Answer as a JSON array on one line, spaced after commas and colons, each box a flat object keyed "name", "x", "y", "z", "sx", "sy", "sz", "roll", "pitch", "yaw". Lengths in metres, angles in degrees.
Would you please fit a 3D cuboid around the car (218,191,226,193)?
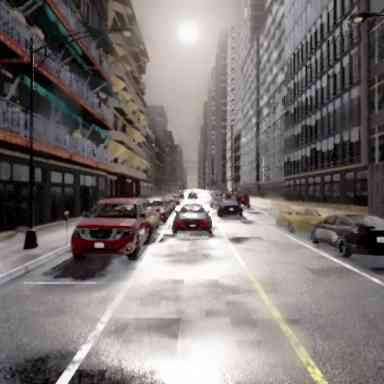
[{"name": "car", "x": 5.808, "y": 0.779, "z": 51.612, "sx": 2.192, "sy": 1.841, "sz": 5.009, "roll": 1, "pitch": 1, "yaw": 0}]

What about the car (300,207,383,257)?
[{"name": "car", "x": 5.722, "y": 1.448, "z": 12.057, "sx": 1.947, "sy": 1.339, "sz": 4.313, "roll": 1, "pitch": 1, "yaw": 0}]

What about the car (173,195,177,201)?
[{"name": "car", "x": -2.623, "y": 1.236, "z": 29.029, "sx": 1.887, "sy": 1.381, "sz": 4.507, "roll": 1, "pitch": 1, "yaw": 0}]

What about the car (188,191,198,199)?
[{"name": "car", "x": 0.139, "y": 0.610, "z": 69.457, "sx": 2.097, "sy": 1.767, "sz": 4.553, "roll": 0, "pitch": 1, "yaw": 0}]

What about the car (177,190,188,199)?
[{"name": "car", "x": -2.537, "y": 0.580, "z": 68.584, "sx": 2.192, "sy": 1.841, "sz": 5.009, "roll": 1, "pitch": 1, "yaw": 0}]

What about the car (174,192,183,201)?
[{"name": "car", "x": -2.588, "y": 1.056, "z": 45.983, "sx": 1.887, "sy": 1.381, "sz": 4.507, "roll": 1, "pitch": 1, "yaw": 0}]

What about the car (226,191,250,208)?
[{"name": "car", "x": 5.784, "y": 0.900, "z": 40.310, "sx": 2.192, "sy": 1.841, "sz": 5.009, "roll": 1, "pitch": 1, "yaw": 0}]

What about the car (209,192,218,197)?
[{"name": "car", "x": 5.884, "y": 0.594, "z": 91.172, "sx": 1.947, "sy": 1.339, "sz": 4.313, "roll": 1, "pitch": 1, "yaw": 0}]

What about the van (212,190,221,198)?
[{"name": "van", "x": 5.865, "y": 0.495, "z": 79.867, "sx": 1.690, "sy": 1.788, "sz": 3.998, "roll": 1, "pitch": 1, "yaw": 0}]

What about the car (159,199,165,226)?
[{"name": "car", "x": -2.646, "y": 1.337, "z": 17.556, "sx": 1.752, "sy": 1.417, "sz": 4.829, "roll": 1, "pitch": 1, "yaw": 0}]

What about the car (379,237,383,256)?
[{"name": "car", "x": 3.902, "y": 1.500, "z": 2.916, "sx": 1.812, "sy": 1.442, "sz": 4.674, "roll": 0, "pitch": 1, "yaw": 0}]

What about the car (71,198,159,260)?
[{"name": "car", "x": -2.653, "y": 1.184, "z": 12.073, "sx": 2.192, "sy": 1.841, "sz": 5.009, "roll": 1, "pitch": 1, "yaw": 0}]

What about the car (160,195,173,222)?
[{"name": "car", "x": -2.633, "y": 1.191, "z": 23.376, "sx": 1.967, "sy": 1.590, "sz": 4.097, "roll": 1, "pitch": 1, "yaw": 0}]

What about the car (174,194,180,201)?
[{"name": "car", "x": -2.612, "y": 1.198, "z": 34.680, "sx": 1.947, "sy": 1.339, "sz": 4.313, "roll": 1, "pitch": 1, "yaw": 0}]

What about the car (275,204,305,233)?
[{"name": "car", "x": 5.735, "y": 1.347, "z": 17.878, "sx": 1.752, "sy": 1.417, "sz": 4.829, "roll": 1, "pitch": 1, "yaw": 0}]

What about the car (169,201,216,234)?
[{"name": "car", "x": 0.032, "y": 1.378, "z": 17.703, "sx": 1.994, "sy": 1.385, "sz": 4.181, "roll": 0, "pitch": 1, "yaw": 0}]

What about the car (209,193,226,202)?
[{"name": "car", "x": 3.108, "y": 1.175, "z": 40.981, "sx": 1.895, "sy": 1.301, "sz": 4.718, "roll": 0, "pitch": 1, "yaw": 1}]

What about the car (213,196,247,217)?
[{"name": "car", "x": 3.093, "y": 1.277, "z": 27.782, "sx": 1.994, "sy": 1.385, "sz": 4.181, "roll": 0, "pitch": 1, "yaw": 1}]

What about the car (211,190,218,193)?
[{"name": "car", "x": 5.852, "y": 0.656, "z": 74.216, "sx": 1.967, "sy": 1.590, "sz": 4.097, "roll": 1, "pitch": 1, "yaw": 0}]

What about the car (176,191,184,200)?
[{"name": "car", "x": -2.576, "y": 0.978, "z": 51.462, "sx": 1.752, "sy": 1.417, "sz": 4.829, "roll": 1, "pitch": 1, "yaw": 0}]

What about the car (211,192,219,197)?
[{"name": "car", "x": 5.873, "y": 0.657, "z": 85.521, "sx": 1.947, "sy": 1.339, "sz": 4.313, "roll": 1, "pitch": 1, "yaw": 0}]
